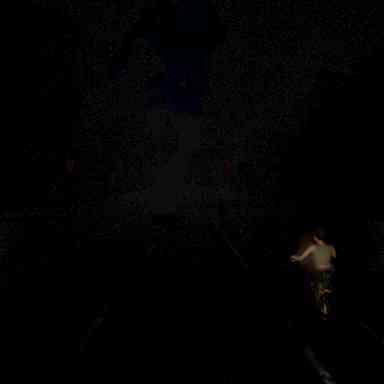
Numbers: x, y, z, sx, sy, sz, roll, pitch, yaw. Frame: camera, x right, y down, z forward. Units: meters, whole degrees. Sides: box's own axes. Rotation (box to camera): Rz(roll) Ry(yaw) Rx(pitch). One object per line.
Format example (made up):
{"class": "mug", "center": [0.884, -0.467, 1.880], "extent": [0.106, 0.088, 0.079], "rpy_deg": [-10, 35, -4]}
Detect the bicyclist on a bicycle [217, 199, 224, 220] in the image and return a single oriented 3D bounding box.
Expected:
{"class": "bicyclist on a bicycle", "center": [2.254, 1.368, 25.922], "extent": [0.582, 1.620, 1.656], "rpy_deg": [0, 0, 0]}

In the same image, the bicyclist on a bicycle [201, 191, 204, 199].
{"class": "bicyclist on a bicycle", "center": [2.272, 0.728, 73.850], "extent": [0.659, 1.776, 1.843], "rpy_deg": [0, 1, 0]}

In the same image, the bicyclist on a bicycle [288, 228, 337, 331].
{"class": "bicyclist on a bicycle", "center": [2.204, 1.429, 5.879], "extent": [0.866, 1.612, 1.509], "rpy_deg": [0, 0, 0]}
